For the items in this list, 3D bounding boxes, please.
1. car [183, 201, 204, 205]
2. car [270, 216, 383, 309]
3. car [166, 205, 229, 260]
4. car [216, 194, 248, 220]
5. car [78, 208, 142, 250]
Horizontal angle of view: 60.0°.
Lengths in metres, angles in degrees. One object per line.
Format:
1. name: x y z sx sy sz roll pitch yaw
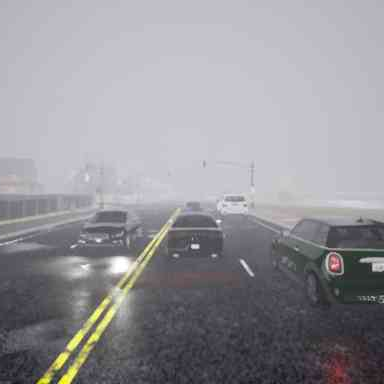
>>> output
1. car: 0.097 1.521 29.793 1.812 1.442 4.674 0 0 0
2. car: 3.344 1.348 8.011 2.097 1.767 4.553 0 0 0
3. car: 0.098 1.473 12.434 1.882 1.535 5.008 0 0 0
4. car: 3.347 1.216 28.395 2.150 2.045 5.566 0 0 0
5. car: -3.352 1.500 14.342 1.837 1.490 4.892 0 0 0
